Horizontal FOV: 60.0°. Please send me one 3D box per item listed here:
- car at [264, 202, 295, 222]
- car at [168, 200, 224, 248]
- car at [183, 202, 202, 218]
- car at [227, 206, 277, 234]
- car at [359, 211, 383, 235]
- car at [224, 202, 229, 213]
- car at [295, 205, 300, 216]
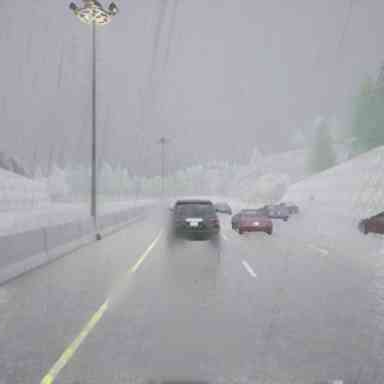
[{"bbox_3d":[7.061,1.814,29.438,2.033,1.411,5.357,0,-1,0],"label":"car"},{"bbox_3d":[0.081,1.364,15.670,2.150,2.045,5.566,0,-1,0],"label":"car"},{"bbox_3d":[0.051,1.825,35.469,1.837,1.490,4.892,0,-1,0],"label":"car"},{"bbox_3d":[3.573,1.750,20.471,1.994,1.385,4.181,0,-1,0],"label":"car"},{"bbox_3d":[10.578,1.684,17.339,1.812,1.442,4.674,0,-1,0],"label":"car"},{"bbox_3d":[3.546,1.923,39.750,1.994,1.385,4.181,0,-1,0],"label":"car"},{"bbox_3d":[10.537,1.861,36.952,1.812,1.442,4.674,0,-1,0],"label":"car"}]
